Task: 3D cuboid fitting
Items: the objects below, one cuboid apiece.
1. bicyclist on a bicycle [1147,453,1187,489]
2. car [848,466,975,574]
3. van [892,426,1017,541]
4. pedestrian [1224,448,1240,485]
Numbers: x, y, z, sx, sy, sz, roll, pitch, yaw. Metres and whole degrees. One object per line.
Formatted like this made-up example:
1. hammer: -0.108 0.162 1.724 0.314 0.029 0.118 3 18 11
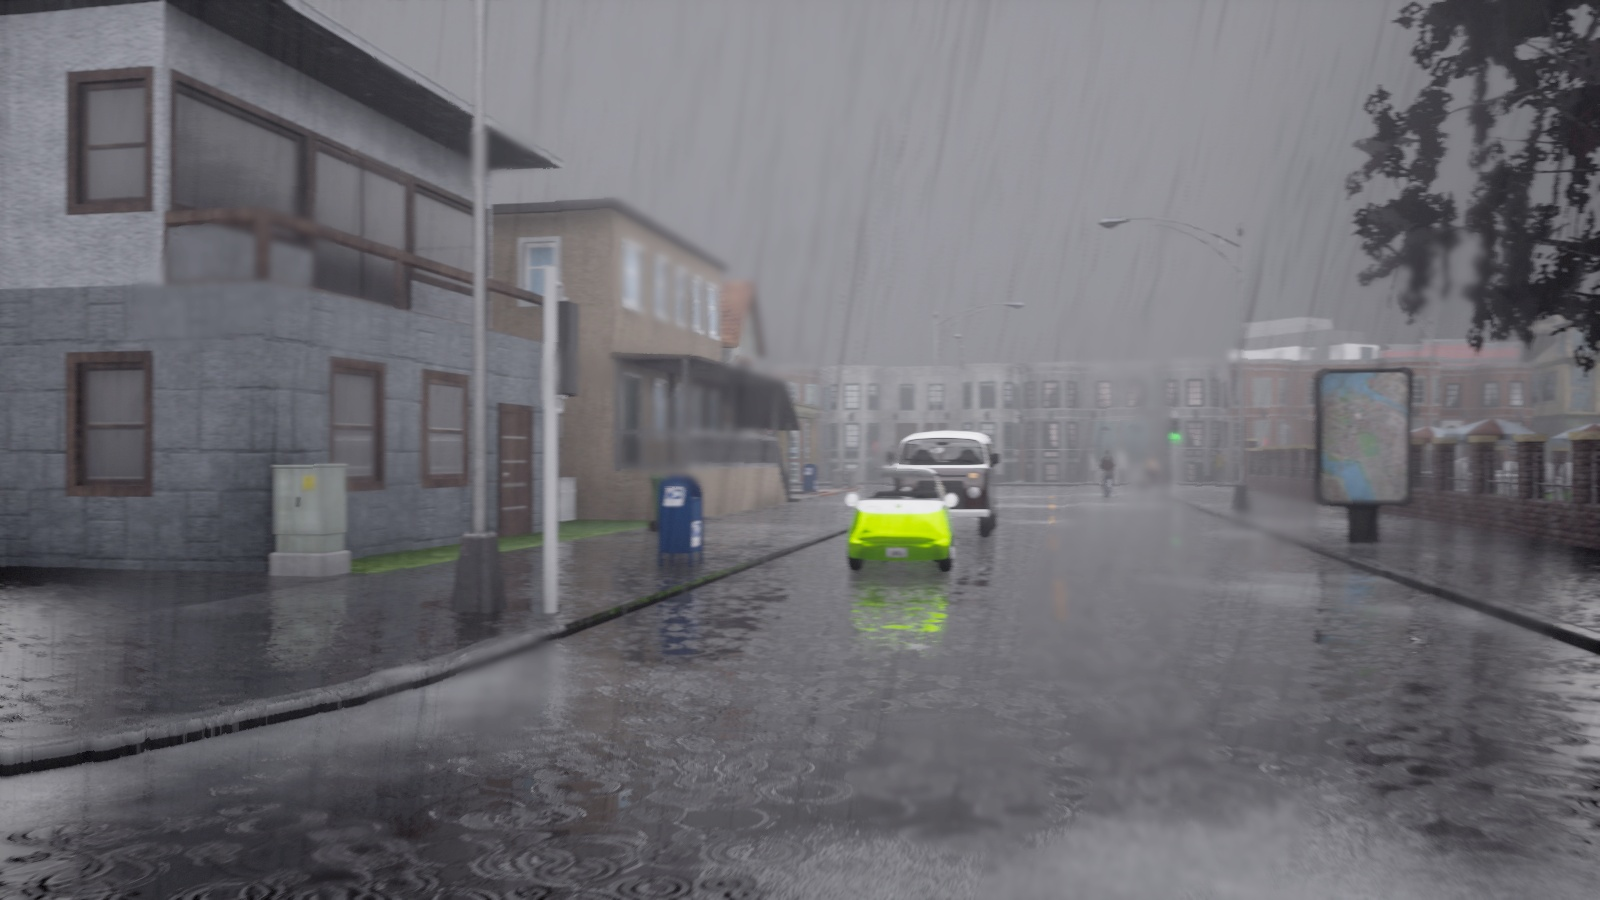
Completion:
1. bicyclist on a bicycle: 17.041 0.971 58.264 1.509 1.612 0.866 0 4 -11
2. car: 1.578 0.905 17.237 1.481 1.376 2.207 0 -1 12
3. van: 3.132 0.614 24.705 2.069 2.038 4.480 0 0 12
4. pedestrian: 21.402 0.828 62.216 0.431 1.840 0.709 0 0 -8
